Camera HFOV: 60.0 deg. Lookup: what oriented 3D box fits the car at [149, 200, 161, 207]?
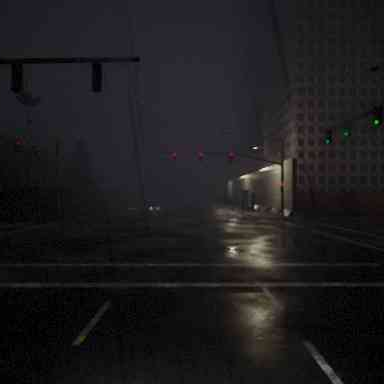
[{"bbox_3d":[-7.041,2.222,63.720,1.994,1.385,4.181,0,-1,1],"label":"car"}]
